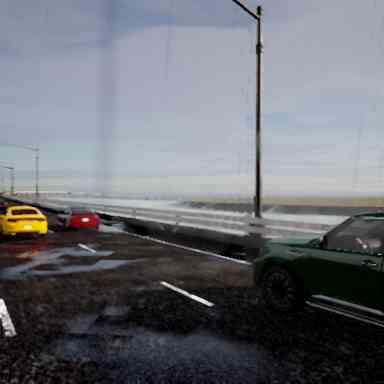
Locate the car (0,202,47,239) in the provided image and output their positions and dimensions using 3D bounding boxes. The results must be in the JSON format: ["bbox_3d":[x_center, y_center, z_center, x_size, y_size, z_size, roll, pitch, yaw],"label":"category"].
[{"bbox_3d":[-9.121,1.511,17.701,1.882,1.535,5.008,1,0,-34],"label":"car"}]

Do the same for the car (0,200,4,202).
[{"bbox_3d":[-19.551,1.512,33.113,1.882,1.535,5.008,1,0,-34],"label":"car"}]

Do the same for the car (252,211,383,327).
[{"bbox_3d":[3.523,1.281,5.444,2.150,2.045,5.566,1,0,-35],"label":"car"}]

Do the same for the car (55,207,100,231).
[{"bbox_3d":[-7.493,1.630,21.529,1.994,1.385,4.181,1,0,-34],"label":"car"}]
